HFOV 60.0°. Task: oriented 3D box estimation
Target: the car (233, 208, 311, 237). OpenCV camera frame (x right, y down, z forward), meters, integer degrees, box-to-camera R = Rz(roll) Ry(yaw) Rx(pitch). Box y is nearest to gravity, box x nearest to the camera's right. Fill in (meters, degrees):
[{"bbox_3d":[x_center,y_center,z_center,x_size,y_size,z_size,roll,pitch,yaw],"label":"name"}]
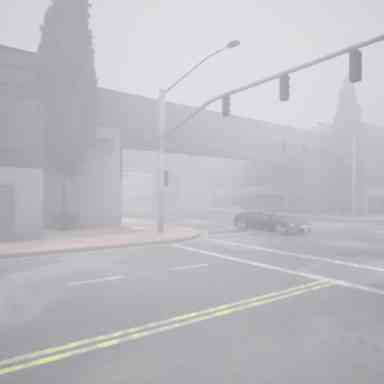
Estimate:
[{"bbox_3d":[4.527,1.728,19.419,2.128,1.511,4.902,1,0,-38],"label":"car"}]
